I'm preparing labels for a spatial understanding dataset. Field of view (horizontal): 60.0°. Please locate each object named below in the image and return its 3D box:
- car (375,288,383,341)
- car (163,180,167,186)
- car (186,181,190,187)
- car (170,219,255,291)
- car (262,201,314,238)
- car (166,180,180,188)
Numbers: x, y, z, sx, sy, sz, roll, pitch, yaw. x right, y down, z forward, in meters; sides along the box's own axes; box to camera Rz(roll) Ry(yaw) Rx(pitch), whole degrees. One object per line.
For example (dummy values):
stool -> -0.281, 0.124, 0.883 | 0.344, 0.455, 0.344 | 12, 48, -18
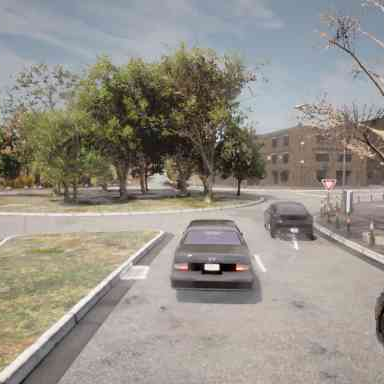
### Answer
car -> 3.520, 1.498, 2.849 | 1.837, 1.490, 4.892 | 0, 1, 1
car -> -6.342, -2.188, 84.113 | 1.837, 1.490, 4.892 | 0, 1, -4
car -> -1.623, -1.793, 74.010 | 1.895, 1.301, 4.718 | -1, 2, -9
car -> 0.549, 1.449, 8.951 | 2.033, 1.411, 5.357 | 0, 1, 4
car -> 4.567, 1.215, 16.115 | 1.837, 1.490, 4.892 | 0, 3, 8
car -> -3.241, -1.481, 65.983 | 2.033, 1.411, 5.357 | -1, 3, -12
